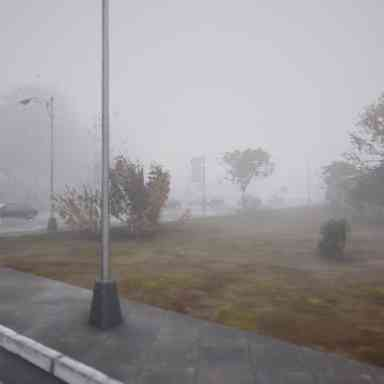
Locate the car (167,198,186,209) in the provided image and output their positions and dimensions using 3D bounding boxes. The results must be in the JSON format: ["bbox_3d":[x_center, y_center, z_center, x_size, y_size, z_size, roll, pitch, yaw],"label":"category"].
[{"bbox_3d":[-3.459,1.446,41.290,1.882,1.535,5.008,0,1,39],"label":"car"}]

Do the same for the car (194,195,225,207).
[{"bbox_3d":[2.903,1.197,49.208,2.097,1.767,4.553,0,1,40],"label":"car"}]

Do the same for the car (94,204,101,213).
[{"bbox_3d":[-9.325,1.544,33.984,1.812,1.442,4.674,0,0,39],"label":"car"}]

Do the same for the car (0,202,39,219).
[{"bbox_3d":[-14.899,1.550,27.033,1.812,1.442,4.674,0,0,39],"label":"car"}]

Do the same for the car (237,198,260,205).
[{"bbox_3d":[8.701,1.111,50.766,2.097,1.767,4.553,0,1,37],"label":"car"}]

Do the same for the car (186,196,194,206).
[{"bbox_3d":[0.772,1.338,52.127,1.837,1.490,4.892,0,1,39],"label":"car"}]

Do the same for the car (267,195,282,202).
[{"bbox_3d":[14.519,1.154,59.116,1.895,1.301,4.718,0,1,32],"label":"car"}]
